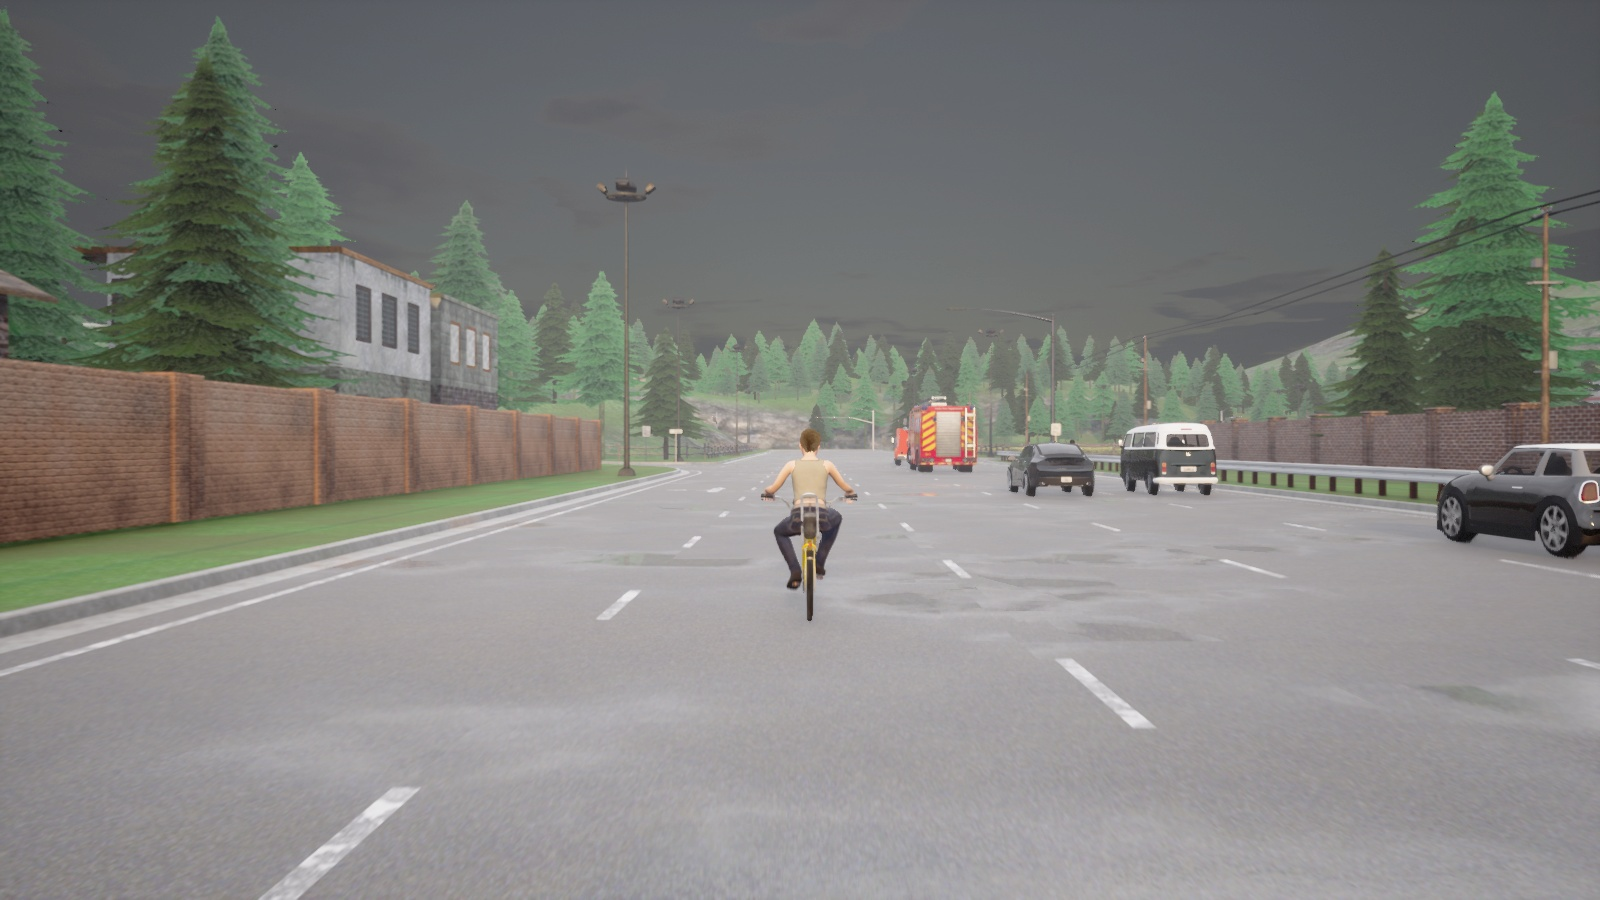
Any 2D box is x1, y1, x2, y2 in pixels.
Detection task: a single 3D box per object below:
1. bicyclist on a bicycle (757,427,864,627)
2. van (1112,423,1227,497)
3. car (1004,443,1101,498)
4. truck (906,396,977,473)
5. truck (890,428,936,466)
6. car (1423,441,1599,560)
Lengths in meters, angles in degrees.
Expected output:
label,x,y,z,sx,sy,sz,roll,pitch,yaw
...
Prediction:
label,x,y,z,sx,sy,sz,roll,pitch,yaw
bicyclist on a bicycle,0.083,0.620,10.902,0.866,1.612,1.509,0,0,0
van,10.724,0.267,36.764,2.069,2.038,4.480,0,0,0
car,7.222,0.548,36.399,1.837,1.490,4.892,0,0,0
truck,7.395,-0.796,66.689,2.891,3.827,8.468,0,0,0
truck,7.494,-0.209,83.738,2.627,2.467,5.204,0,1,0
car,10.615,0.620,17.523,1.970,1.475,3.806,0,0,0
